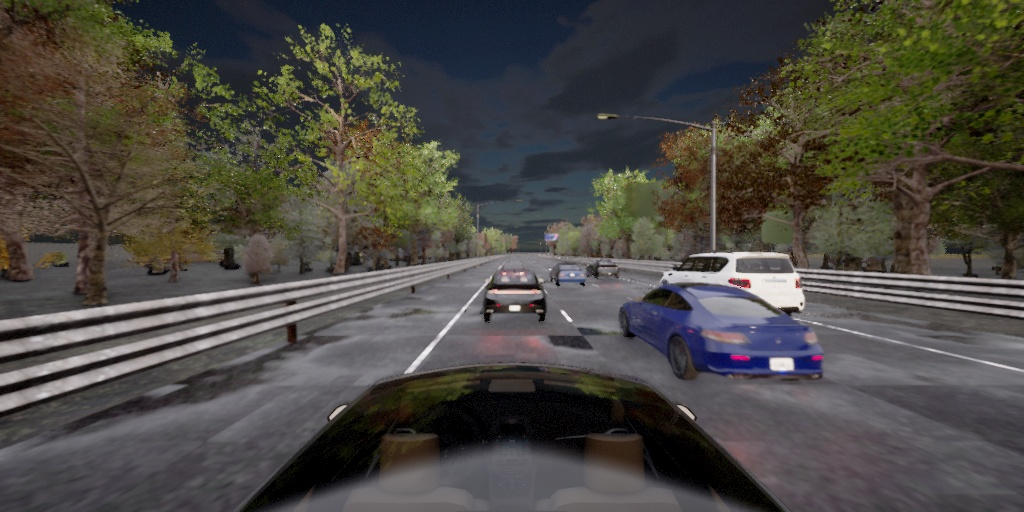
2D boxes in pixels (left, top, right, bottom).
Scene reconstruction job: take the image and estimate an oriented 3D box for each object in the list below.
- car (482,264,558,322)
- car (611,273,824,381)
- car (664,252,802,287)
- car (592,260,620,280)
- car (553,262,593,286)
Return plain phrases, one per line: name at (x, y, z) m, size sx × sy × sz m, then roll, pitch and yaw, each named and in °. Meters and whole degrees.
car at (0.083, 1.171, 11.910) m, size 2.128 × 1.511 × 4.902 m, roll 0°, pitch 0°, yaw 0°
car at (3.550, 1.241, 7.010) m, size 1.812 × 1.442 × 4.674 m, roll 0°, pitch 0°, yaw 0°
car at (7.086, 0.900, 12.341) m, size 2.150 × 2.045 × 5.566 m, roll 0°, pitch 0°, yaw 0°
car at (7.088, 1.062, 28.447) m, size 2.128 × 1.511 × 4.902 m, roll 0°, pitch 0°, yaw 0°
car at (3.567, 1.151, 23.625) m, size 2.033 × 1.411 × 5.357 m, roll 0°, pitch 0°, yaw 0°
